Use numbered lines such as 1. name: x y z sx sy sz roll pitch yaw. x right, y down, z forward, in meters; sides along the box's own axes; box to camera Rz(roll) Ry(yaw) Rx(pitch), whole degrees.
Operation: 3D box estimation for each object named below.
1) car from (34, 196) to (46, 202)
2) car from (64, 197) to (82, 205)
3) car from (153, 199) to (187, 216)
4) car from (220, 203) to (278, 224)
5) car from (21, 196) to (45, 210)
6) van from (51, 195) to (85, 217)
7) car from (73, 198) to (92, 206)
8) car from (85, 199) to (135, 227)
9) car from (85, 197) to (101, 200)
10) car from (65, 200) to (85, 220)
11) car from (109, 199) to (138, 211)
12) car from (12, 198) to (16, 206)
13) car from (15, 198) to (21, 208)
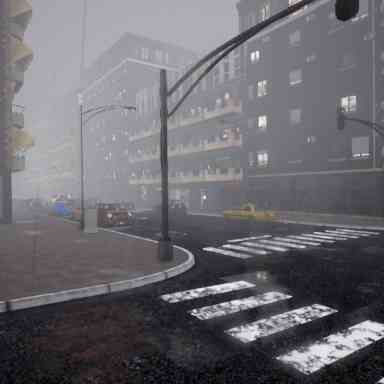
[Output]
1. car: -37.761 1.728 82.784 1.887 1.381 4.507 -1 1 -36
2. car: -21.637 1.645 60.296 2.008 1.369 4.403 -1 1 -36
3. car: -2.289 1.441 33.309 1.967 1.590 4.097 -1 1 -36
4. car: 4.062 1.498 24.453 1.752 1.417 4.829 -1 1 -36
5. car: -21.999 1.628 46.417 1.967 1.590 4.097 -1 1 -36
6. van: -12.326 1.483 32.923 1.690 1.788 3.998 -1 1 -36
7. car: -18.412 1.644 55.798 1.947 1.339 4.313 -1 1 -36
8. car: -5.875 1.553 23.930 1.967 1.590 4.097 -1 1 -36
9. car: -15.189 1.502 51.299 1.967 1.590 4.097 -1 1 -36
10. car: -8.999 1.652 28.289 1.752 1.417 4.829 -1 1 -36
11. car: -8.737 1.582 42.305 2.008 1.369 4.403 -1 1 -36
12. car: -31.672 1.783 59.911 1.887 1.381 4.507 -1 1 -36
13. car: -25.222 1.770 50.915 1.947 1.339 4.313 -1 1 -36
